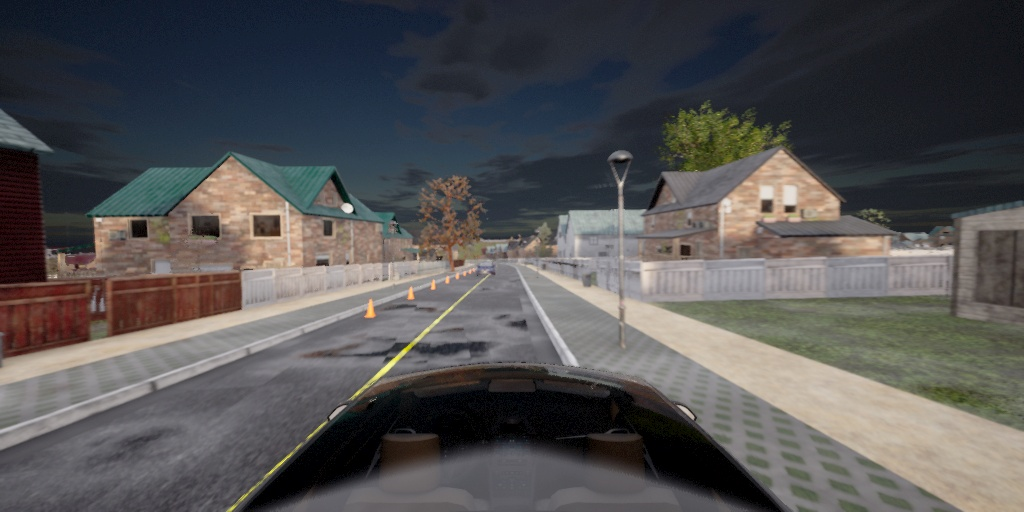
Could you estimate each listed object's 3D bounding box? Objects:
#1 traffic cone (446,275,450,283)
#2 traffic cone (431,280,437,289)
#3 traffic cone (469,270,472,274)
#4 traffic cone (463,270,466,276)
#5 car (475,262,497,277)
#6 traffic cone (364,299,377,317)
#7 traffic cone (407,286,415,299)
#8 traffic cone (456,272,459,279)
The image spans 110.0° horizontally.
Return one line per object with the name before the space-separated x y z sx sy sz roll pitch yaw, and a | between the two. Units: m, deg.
traffic cone | -4.897 1.758 27.245 0.340 0.580 0.340 0 0 0
traffic cone | -4.881 1.755 22.234 0.340 0.580 0.340 0 0 0
traffic cone | -4.935 1.786 42.266 0.340 0.580 0.340 0 0 0
traffic cone | -4.922 1.774 37.259 0.340 0.580 0.340 0 0 0
car | -2.656 1.318 37.270 1.812 1.442 4.674 -1 0 0
traffic cone | -4.803 1.757 12.205 0.340 0.580 0.340 0 0 -1
traffic cone | -4.849 1.755 17.219 0.340 0.580 0.340 0 0 0
traffic cone | -4.909 1.763 32.251 0.340 0.580 0.340 0 0 0
